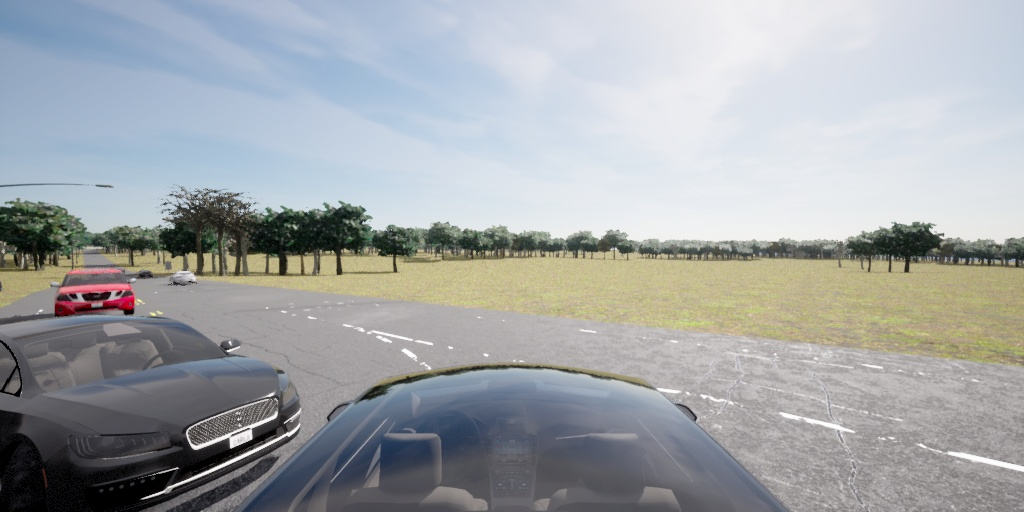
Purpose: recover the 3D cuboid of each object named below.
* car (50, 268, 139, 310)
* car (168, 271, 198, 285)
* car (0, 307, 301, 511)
[{"bbox_3d":[-18.612,1.620,16.021,5.566,2.045,2.150,0,1,40],"label":"car"},{"bbox_3d":[-37.750,2.470,41.122,4.674,1.442,1.812,-2,0,40],"label":"car"},{"bbox_3d":[-4.624,1.445,3.942,4.892,1.490,1.837,-3,-3,20],"label":"car"}]
